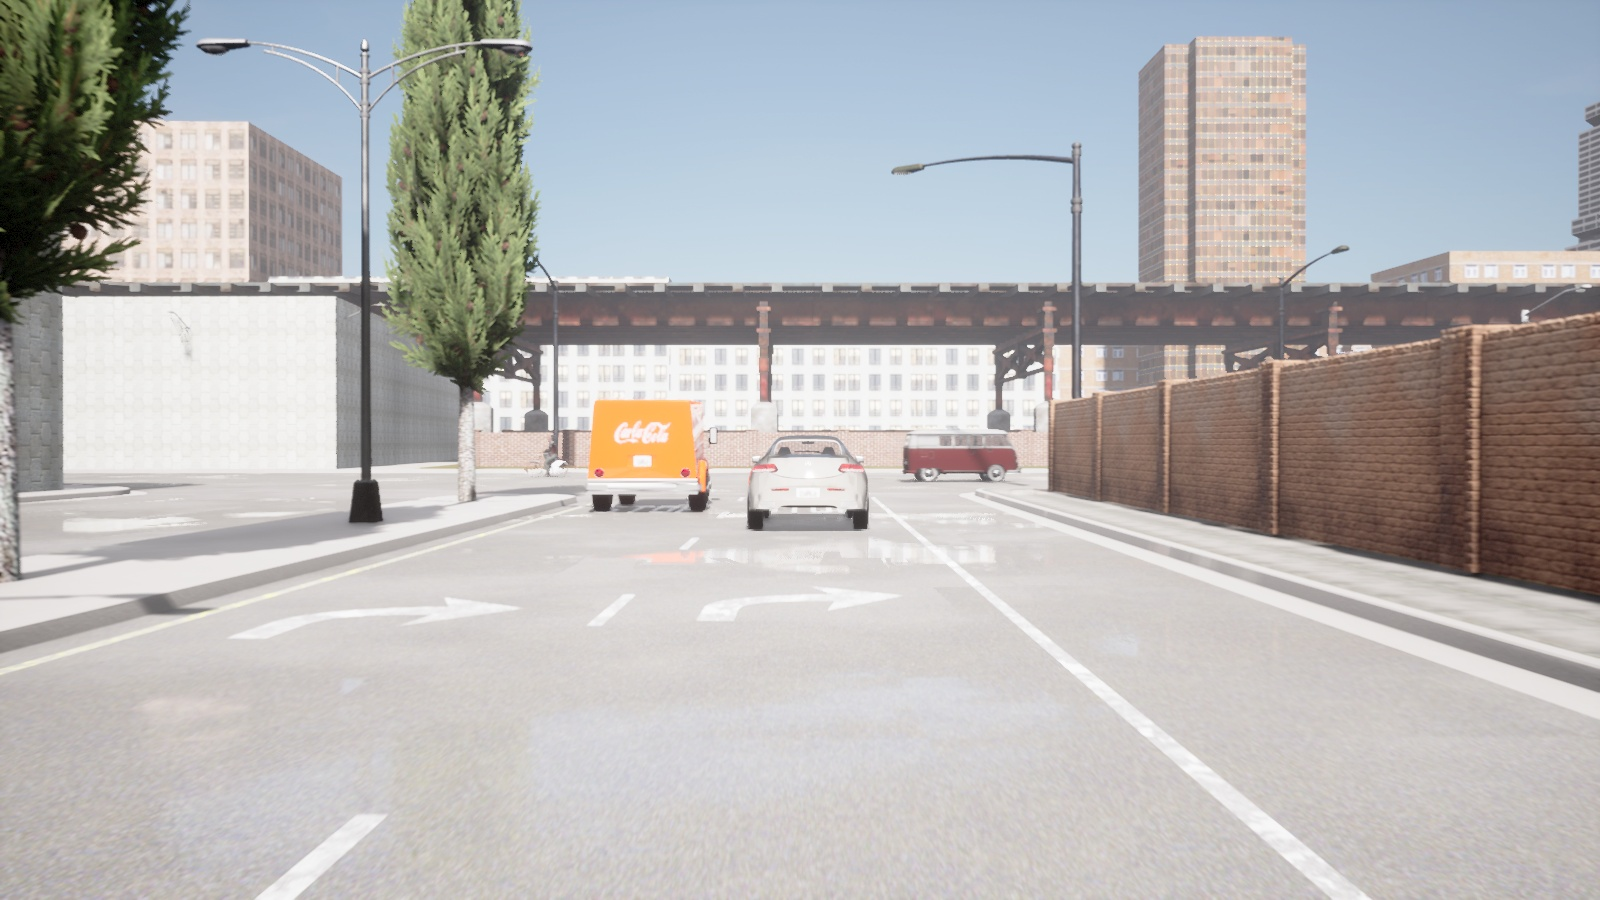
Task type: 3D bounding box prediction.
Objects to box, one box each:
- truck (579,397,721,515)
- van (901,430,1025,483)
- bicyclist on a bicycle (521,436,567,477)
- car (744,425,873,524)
[{"bbox_3d":[-3.319,0.098,29.017,2.627,2.467,5.204,0,1,0],"label":"truck"},{"bbox_3d":[6.145,0.235,47.681,4.442,1.987,1.775,0,0,-3],"label":"van"},{"bbox_3d":[-11.208,0.298,54.965,1.843,1.776,0.659,0,0,1],"label":"bicyclist on a bicycle"},{"bbox_3d":[0.149,0.393,23.449,2.152,1.651,5.027,0,0,0],"label":"car"}]
